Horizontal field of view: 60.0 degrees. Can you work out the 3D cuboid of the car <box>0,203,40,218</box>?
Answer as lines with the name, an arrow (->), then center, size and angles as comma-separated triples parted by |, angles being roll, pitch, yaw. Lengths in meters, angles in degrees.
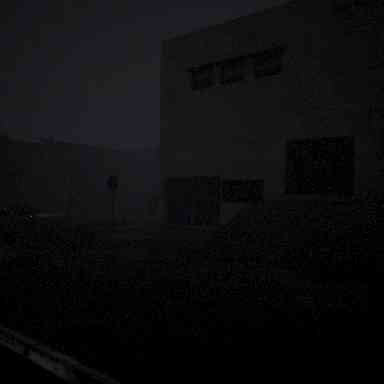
car -> -16.790, 1.755, 32.116 | 1.994, 1.385, 4.181 | 1, -1, 19
